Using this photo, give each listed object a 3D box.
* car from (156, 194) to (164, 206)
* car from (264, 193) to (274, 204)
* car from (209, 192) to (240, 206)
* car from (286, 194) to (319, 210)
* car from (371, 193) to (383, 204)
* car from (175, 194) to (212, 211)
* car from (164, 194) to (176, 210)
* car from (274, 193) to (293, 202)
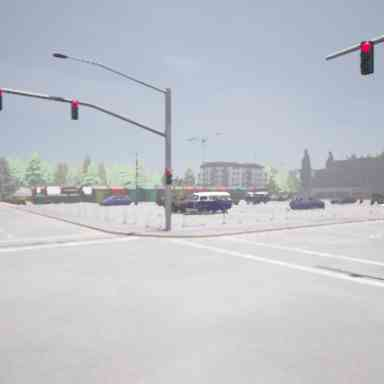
[{"bbox_3d":[-3.018,1.151,48.521,4.605,1.855,1.932,0,0,-35],"label":"car"},{"bbox_3d":[18.696,1.342,74.260,3.806,1.475,1.970,0,0,-35],"label":"car"},{"bbox_3d":[6.070,1.127,61.753,4.605,1.855,1.932,0,0,-35],"label":"car"},{"bbox_3d":[15.904,1.366,48.012,3.806,1.475,1.970,0,0,-35],"label":"car"},{"bbox_3d":[31.725,1.098,55.893,3.866,1.878,1.905,0,0,-35],"label":"car"},{"bbox_3d":[0.245,1.391,43.997,3.806,1.475,1.970,0,0,-35],"label":"car"},{"bbox_3d":[-1.427,1.360,46.360,3.905,1.438,1.784,0,0,-35],"label":"car"},{"bbox_3d":[20.359,1.102,71.890,3.866,1.878,1.905,0,0,-35],"label":"car"}]
